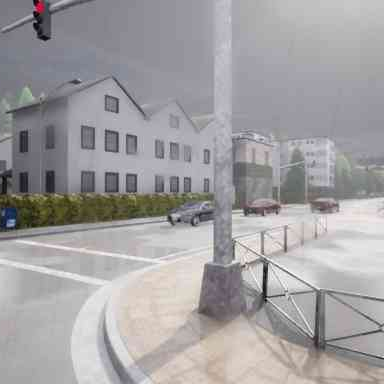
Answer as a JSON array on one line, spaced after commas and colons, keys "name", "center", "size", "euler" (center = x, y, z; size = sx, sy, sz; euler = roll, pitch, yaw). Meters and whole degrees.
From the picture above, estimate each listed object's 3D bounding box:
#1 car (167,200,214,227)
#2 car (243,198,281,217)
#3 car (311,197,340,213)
[{"name": "car", "center": [0.400, 1.303, 21.349], "size": [2.128, 1.511, 4.902], "euler": [0, 0, 35]}, {"name": "car", "center": [6.322, 1.289, 29.706], "size": [1.882, 1.535, 5.008], "euler": [0, 0, 35]}, {"name": "car", "center": [13.505, 1.289, 33.618], "size": [1.882, 1.535, 5.008], "euler": [0, 0, 35]}]
